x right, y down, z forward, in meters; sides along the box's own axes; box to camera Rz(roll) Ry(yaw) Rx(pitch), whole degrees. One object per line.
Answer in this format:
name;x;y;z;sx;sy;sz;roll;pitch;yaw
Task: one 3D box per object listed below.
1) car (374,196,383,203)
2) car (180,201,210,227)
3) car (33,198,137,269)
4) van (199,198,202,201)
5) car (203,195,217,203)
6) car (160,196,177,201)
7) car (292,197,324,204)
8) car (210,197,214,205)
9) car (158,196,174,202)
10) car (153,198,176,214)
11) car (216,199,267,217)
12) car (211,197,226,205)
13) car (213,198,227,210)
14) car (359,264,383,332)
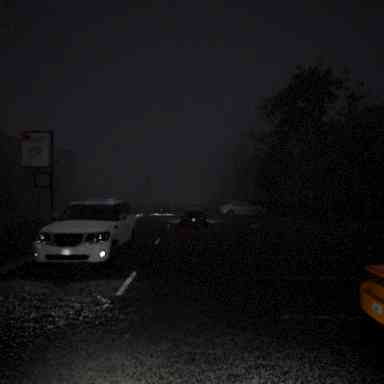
car;29.450;1.088;55.737;5.566;2.045;2.150;-1;-3;-1
car;0.106;1.640;23.935;1.812;1.442;4.674;0;0;0
car;-3.347;1.265;11.624;2.150;2.045;5.566;0;0;0
van;4.797;1.898;91.185;4.442;1.987;1.878;0;-1;0
car;5.133;1.716;67.219;4.553;1.767;2.185;0;0;0
car;-7.544;2.130;91.723;5.366;1.575;1.946;0;-1;0
car;19.397;1.466;55.591;5.008;1.535;1.882;0;-3;0
car;5.093;1.742;42.883;4.674;1.452;2.002;0;0;0
car;-7.353;2.074;94.645;4.553;1.767;2.185;0;-1;0
car;-3.308;1.760;38.369;1.994;1.385;4.181;0;0;0
car;5.091;1.687;33.185;4.674;1.452;2.002;0;0;0
car;5.089;1.685;39.607;4.892;1.521;2.231;0;0;0
car;5.100;1.665;36.334;5.008;1.535;2.097;0;0;0
car;5.080;1.490;4.700;5.008;1.535;2.097;0;0;0
